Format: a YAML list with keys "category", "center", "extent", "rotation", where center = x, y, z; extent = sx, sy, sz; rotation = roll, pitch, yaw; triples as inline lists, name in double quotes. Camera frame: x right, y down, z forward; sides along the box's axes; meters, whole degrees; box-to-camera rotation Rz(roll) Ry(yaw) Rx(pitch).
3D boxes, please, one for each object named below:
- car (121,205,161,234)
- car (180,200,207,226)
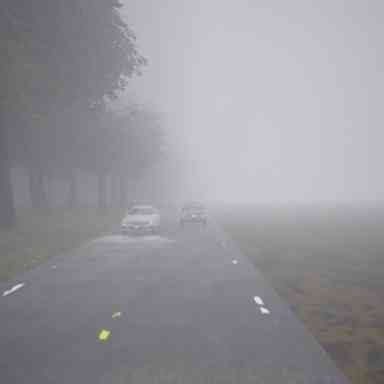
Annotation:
- category: "car"
  center: [-2.850, 1.526, 19.409]
  extent: [1.812, 1.442, 4.674]
  rotation: [0, 0, 0]
- category: "car"
  center: [0.095, 1.551, 23.444]
  extent: [2.033, 1.411, 5.357]
  rotation: [0, 0, 0]
